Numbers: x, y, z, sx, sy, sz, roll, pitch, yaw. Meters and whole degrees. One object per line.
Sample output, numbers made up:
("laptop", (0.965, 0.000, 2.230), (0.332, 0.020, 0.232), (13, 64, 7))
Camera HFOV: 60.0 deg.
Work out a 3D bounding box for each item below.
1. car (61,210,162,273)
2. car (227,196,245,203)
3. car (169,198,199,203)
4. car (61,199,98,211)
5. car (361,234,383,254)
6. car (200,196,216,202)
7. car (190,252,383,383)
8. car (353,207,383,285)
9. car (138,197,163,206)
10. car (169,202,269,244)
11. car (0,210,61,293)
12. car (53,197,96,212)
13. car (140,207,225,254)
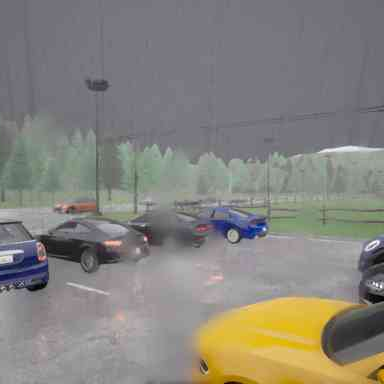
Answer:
("car", (-3.408, 1.526, 10.665), (4.674, 1.442, 1.812), (0, 0, 36))
("car", (8.190, 1.525, 61.379), (1.812, 1.442, 4.674), (0, 0, 36))
("car", (-1.279, 1.601, 48.437), (1.895, 1.301, 4.718), (0, 0, 36))
("car", (-14.245, 1.564, 42.358), (1.994, 1.385, 4.181), (0, 0, 35))
("car", (5.069, 1.492, 4.677), (4.902, 1.511, 2.128), (0, 0, 35))
("car", (2.913, 1.504, 65.966), (1.837, 1.490, 4.892), (0, 0, 37))
("car", (2.289, 1.478, 2.362), (5.008, 1.535, 1.882), (0, 0, 35))
("car", (6.524, 1.352, 7.937), (4.553, 1.767, 2.097), (0, 0, 35))
("car", (-6.557, 1.526, 53.074), (1.812, 1.442, 4.674), (0, 0, 36))
("car", (1.164, 1.478, 15.996), (5.008, 1.535, 1.882), (0, 0, 36))
("car", (-5.400, 1.352, 7.785), (4.553, 1.767, 2.097), (0, 0, 36))
("car", (-11.664, 1.351, 33.529), (2.097, 1.767, 4.553), (0, 0, 33))
("car", (-1.356, 1.505, 13.502), (4.892, 1.490, 1.837), (0, 0, 36))
